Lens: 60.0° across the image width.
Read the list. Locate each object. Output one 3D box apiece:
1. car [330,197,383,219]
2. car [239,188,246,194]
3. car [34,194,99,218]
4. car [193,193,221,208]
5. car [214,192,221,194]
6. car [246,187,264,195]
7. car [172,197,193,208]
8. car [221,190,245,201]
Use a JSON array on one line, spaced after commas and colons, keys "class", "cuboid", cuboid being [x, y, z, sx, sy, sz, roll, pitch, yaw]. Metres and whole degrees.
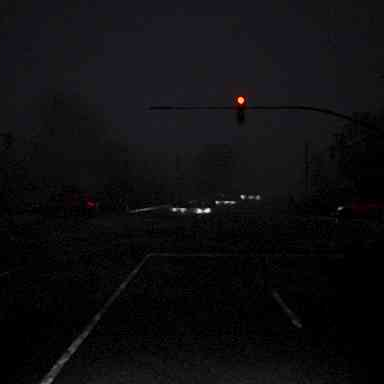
[{"class": "car", "cuboid": [14.541, 1.353, 29.007, 4.553, 1.767, 2.097, 0, 0, 3]}, {"class": "car", "cuboid": [11.845, -0.095, 77.260, 1.837, 1.490, 4.892, 0, 4, 30]}, {"class": "car", "cuboid": [-11.346, 1.262, 30.333, 5.566, 2.045, 2.150, -1, 0, 3]}, {"class": "car", "cuboid": [2.138, 1.401, 46.987, 2.128, 1.511, 4.902, 0, 1, 17]}, {"class": "car", "cuboid": [4.675, 0.819, 63.694, 1.837, 1.490, 4.892, 0, 3, 25]}, {"class": "car", "cuboid": [14.632, -0.215, 75.104, 2.097, 1.767, 4.553, 0, 4, 30]}, {"class": "car", "cuboid": [-1.255, 1.460, 47.980, 2.033, 1.411, 5.357, 0, 1, 17]}, {"class": "car", "cuboid": [7.571, 0.891, 61.721, 2.033, 1.411, 5.357, 0, 3, 24]}]
